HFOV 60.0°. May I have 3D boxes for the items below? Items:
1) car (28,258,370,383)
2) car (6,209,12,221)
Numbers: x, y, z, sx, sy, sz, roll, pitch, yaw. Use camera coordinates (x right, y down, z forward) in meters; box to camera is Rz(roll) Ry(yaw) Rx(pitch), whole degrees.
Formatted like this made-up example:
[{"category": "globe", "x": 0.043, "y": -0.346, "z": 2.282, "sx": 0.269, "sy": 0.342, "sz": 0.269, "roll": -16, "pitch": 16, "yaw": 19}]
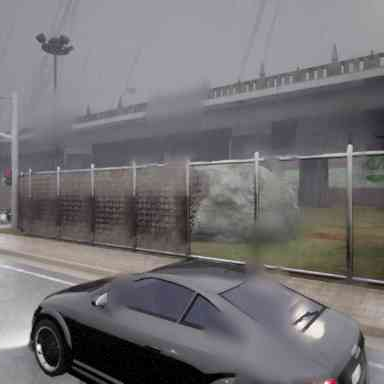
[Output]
[{"category": "car", "x": -0.173, "y": 1.563, "z": 4.114, "sx": 4.181, "sy": 1.385, "sz": 1.994, "roll": 0, "pitch": 0, "yaw": 36}, {"category": "car", "x": -12.297, "y": 1.614, "z": 26.348, "sx": 1.994, "sy": 1.385, "sz": 4.181, "roll": 0, "pitch": 0, "yaw": 35}]
